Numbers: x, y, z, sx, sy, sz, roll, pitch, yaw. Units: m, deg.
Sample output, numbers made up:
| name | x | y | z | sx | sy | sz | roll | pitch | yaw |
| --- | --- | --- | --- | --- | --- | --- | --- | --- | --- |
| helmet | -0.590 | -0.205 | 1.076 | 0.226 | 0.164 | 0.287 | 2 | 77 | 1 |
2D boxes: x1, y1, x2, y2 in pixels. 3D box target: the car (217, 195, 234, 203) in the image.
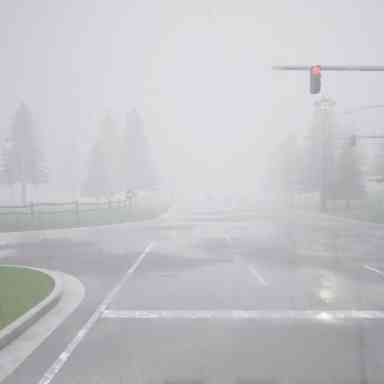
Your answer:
| name | x | y | z | sx | sy | sz | roll | pitch | yaw |
| --- | --- | --- | --- | --- | --- | --- | --- | --- | --- |
| car | 7.052 | 1.517 | 70.339 | 2.128 | 1.511 | 4.902 | 0 | 0 | 0 |

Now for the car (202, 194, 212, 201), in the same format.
| name | x | y | z | sx | sy | sz | roll | pitch | yaw |
| --- | --- | --- | --- | --- | --- | --- | --- | --- | --- |
| car | 3.560 | 1.357 | 80.762 | 2.128 | 1.511 | 4.902 | 0 | 0 | 0 |

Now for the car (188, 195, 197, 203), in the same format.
| name | x | y | z | sx | sy | sz | roll | pitch | yaw |
| --- | --- | --- | --- | --- | --- | --- | --- | --- | --- |
| car | 0.052 | 1.517 | 70.344 | 2.128 | 1.511 | 4.902 | 0 | 0 | 0 |

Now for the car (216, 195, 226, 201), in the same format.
| name | x | y | z | sx | sy | sz | roll | pitch | yaw |
| --- | --- | --- | --- | --- | --- | --- | --- | --- | --- |
| car | 7.060 | 1.427 | 80.789 | 1.895 | 1.301 | 4.718 | 0 | 0 | 0 |

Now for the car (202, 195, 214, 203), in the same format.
| name | x | y | z | sx | sy | sz | roll | pitch | yaw |
| --- | --- | --- | --- | --- | --- | --- | --- | --- | --- |
| car | 3.552 | 1.469 | 70.342 | 1.882 | 1.535 | 5.008 | 0 | 0 | 0 |

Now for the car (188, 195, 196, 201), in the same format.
| name | x | y | z | sx | sy | sz | roll | pitch | yaw |
| --- | --- | --- | --- | --- | --- | --- | --- | --- | --- |
| car | 0.060 | 1.427 | 80.794 | 1.895 | 1.301 | 4.718 | 0 | 0 | 0 |

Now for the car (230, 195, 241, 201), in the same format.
| name | x | y | z | sx | sy | sz | roll | pitch | yaw |
| --- | --- | --- | --- | --- | --- | --- | --- | --- | --- |
| car | 10.560 | 1.427 | 80.786 | 1.895 | 1.301 | 4.718 | 0 | 0 | 0 |

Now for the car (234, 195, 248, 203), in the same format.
| name | x | y | z | sx | sy | sz | roll | pitch | yaw |
| --- | --- | --- | --- | --- | --- | --- | --- | --- | --- |
| car | 10.552 | 1.531 | 70.336 | 2.033 | 1.411 | 5.357 | 0 | 0 | 0 |
